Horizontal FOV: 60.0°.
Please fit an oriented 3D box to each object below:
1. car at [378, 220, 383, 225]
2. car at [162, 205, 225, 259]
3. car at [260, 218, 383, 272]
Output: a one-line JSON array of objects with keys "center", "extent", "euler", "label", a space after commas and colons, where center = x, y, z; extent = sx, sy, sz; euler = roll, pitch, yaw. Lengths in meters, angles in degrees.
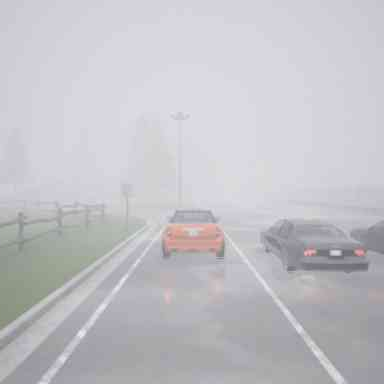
[{"center": [7.040, 1.533, 10.700], "extent": [2.033, 1.411, 5.357], "euler": [0, 0, 0], "label": "car"}, {"center": [0.065, 1.334, 12.746], "extent": [2.097, 1.767, 4.553], "euler": [0, 0, 1], "label": "car"}, {"center": [3.540, 1.533, 10.653], "extent": [2.033, 1.411, 5.357], "euler": [0, 0, 1], "label": "car"}]
